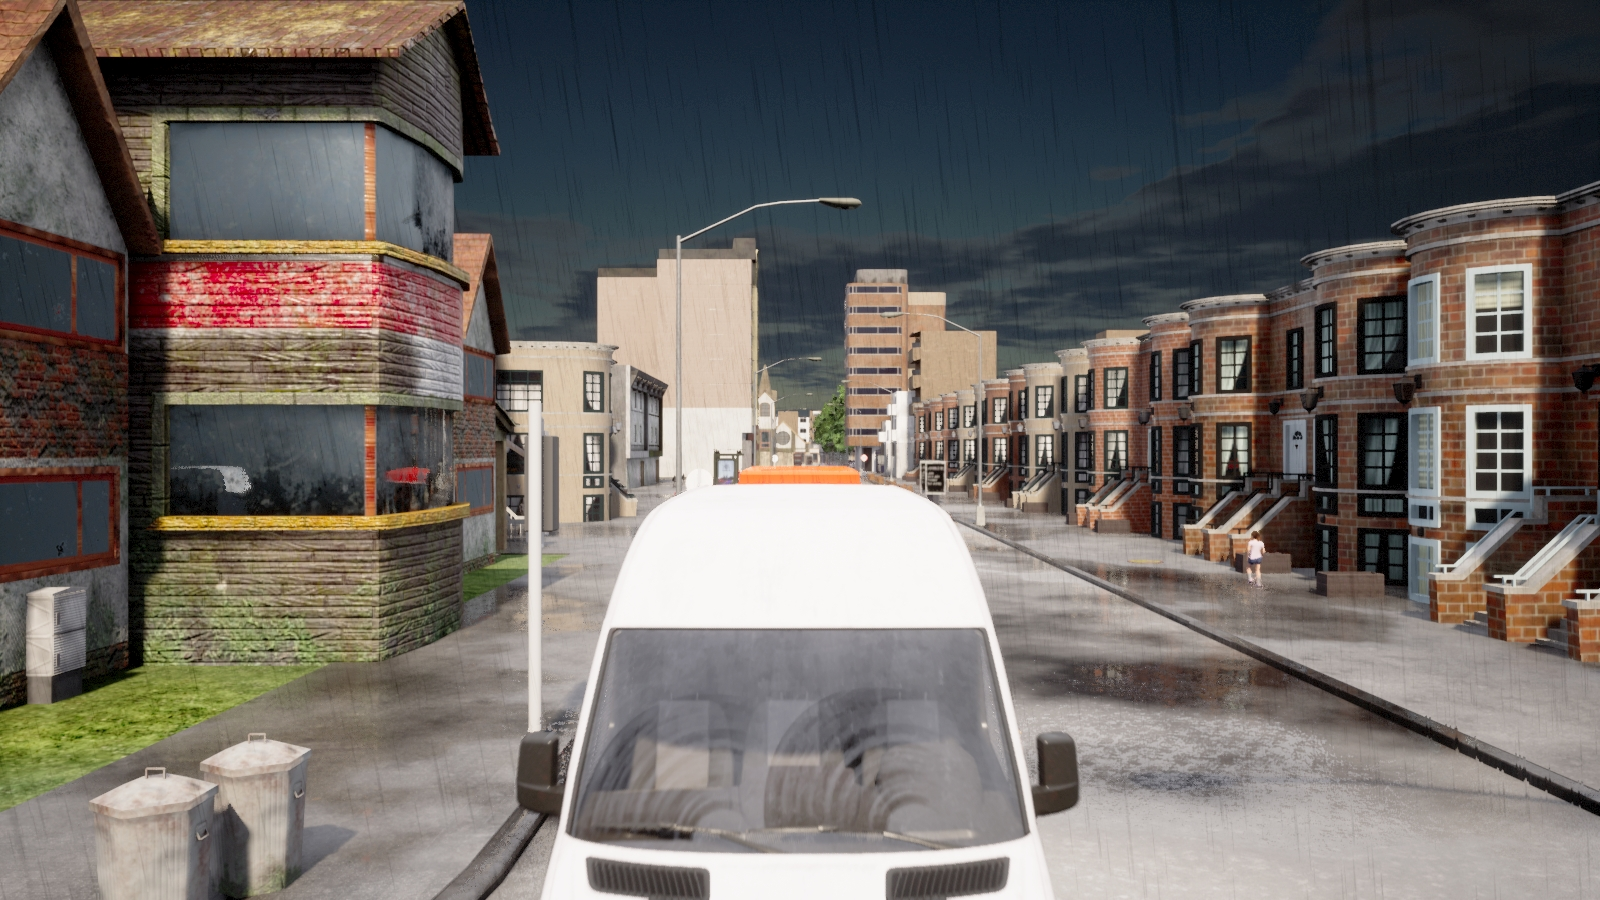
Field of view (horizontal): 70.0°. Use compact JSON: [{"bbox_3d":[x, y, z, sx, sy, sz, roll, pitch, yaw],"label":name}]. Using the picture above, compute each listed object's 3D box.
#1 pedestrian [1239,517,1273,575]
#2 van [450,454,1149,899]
[{"bbox_3d":[9.046,1.904,22.679,0.500,1.100,0.500,0,0,2],"label":"pedestrian"},{"bbox_3d":[-0.002,1.314,6.209,1.988,2.561,5.915,0,0,0],"label":"van"}]
